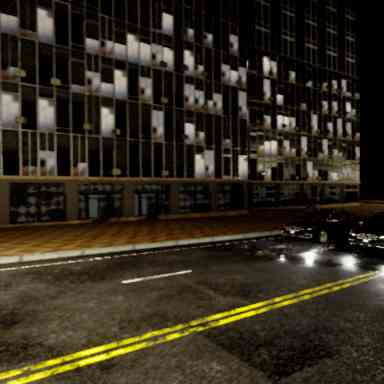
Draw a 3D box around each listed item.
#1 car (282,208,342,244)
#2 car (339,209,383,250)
[{"bbox_3d":[6.456,1.553,16.199,4.892,1.490,1.837,1,0,-35],"label":"car"},{"bbox_3d":[8.340,1.553,13.552,4.892,1.490,1.837,1,0,-35],"label":"car"}]
